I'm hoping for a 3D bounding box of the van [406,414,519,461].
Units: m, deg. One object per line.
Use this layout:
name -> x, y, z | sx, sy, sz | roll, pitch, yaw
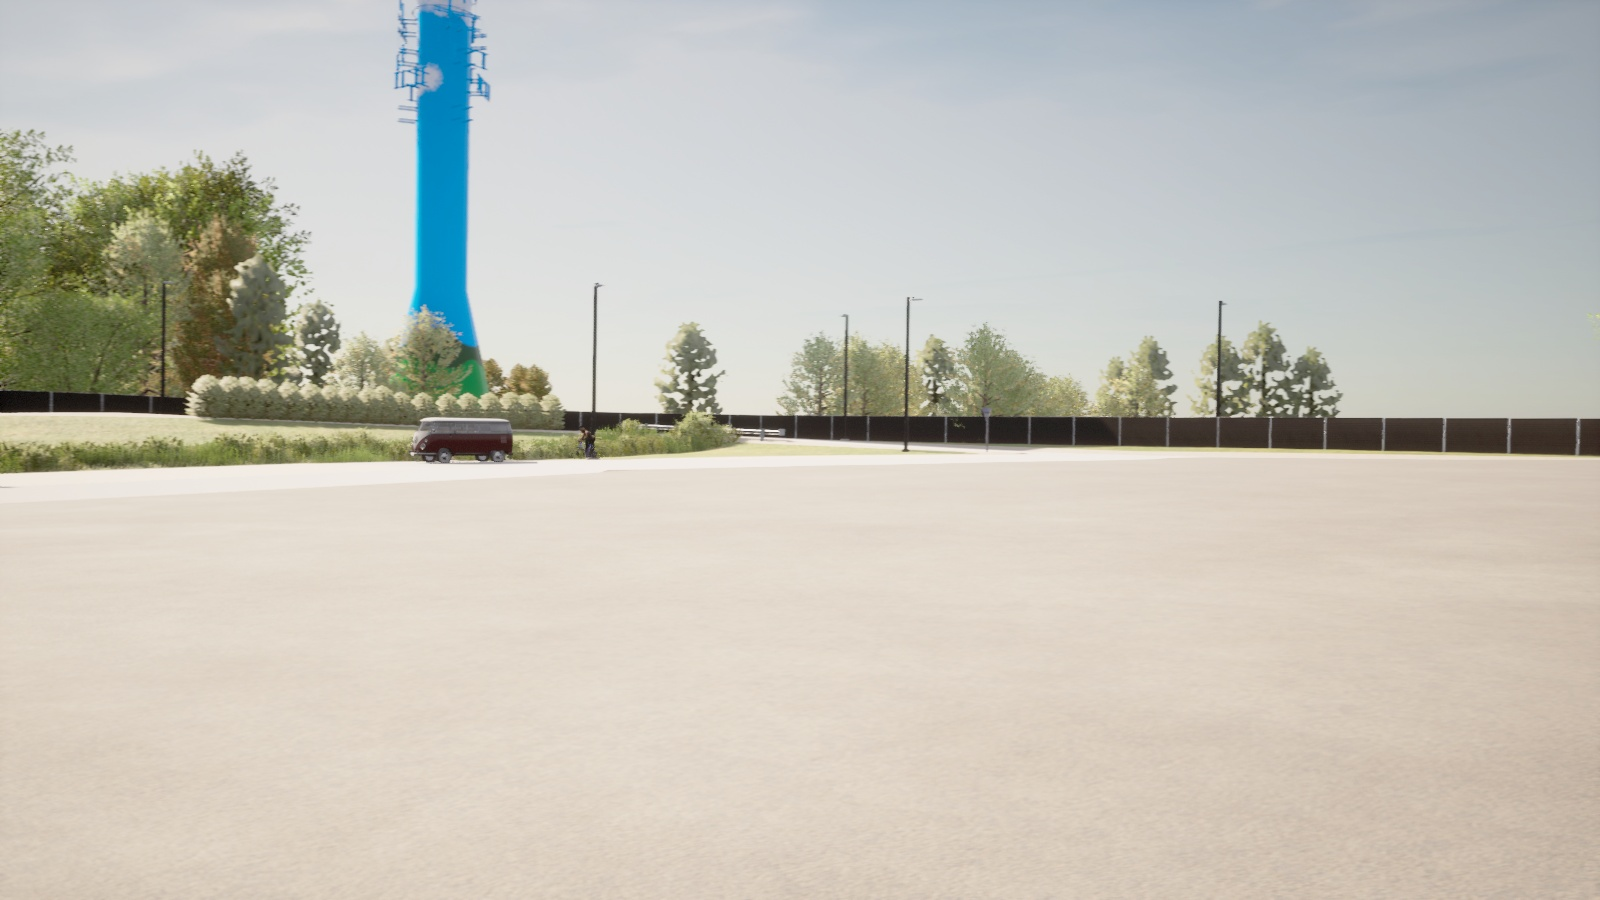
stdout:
van -> -14.859, -0.542, 55.393 | 4.442, 1.987, 1.775 | 0, 1, -42
